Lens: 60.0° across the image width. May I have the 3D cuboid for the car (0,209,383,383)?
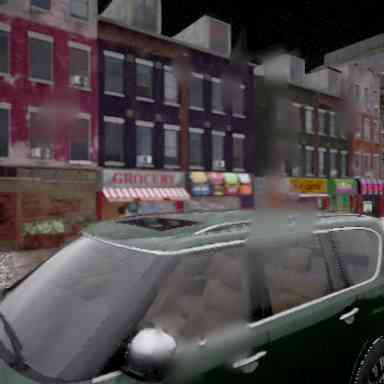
[{"bbox_3d":[-0.158,1.223,2.936,5.566,2.045,2.150,0,0,-35],"label":"car"}]
